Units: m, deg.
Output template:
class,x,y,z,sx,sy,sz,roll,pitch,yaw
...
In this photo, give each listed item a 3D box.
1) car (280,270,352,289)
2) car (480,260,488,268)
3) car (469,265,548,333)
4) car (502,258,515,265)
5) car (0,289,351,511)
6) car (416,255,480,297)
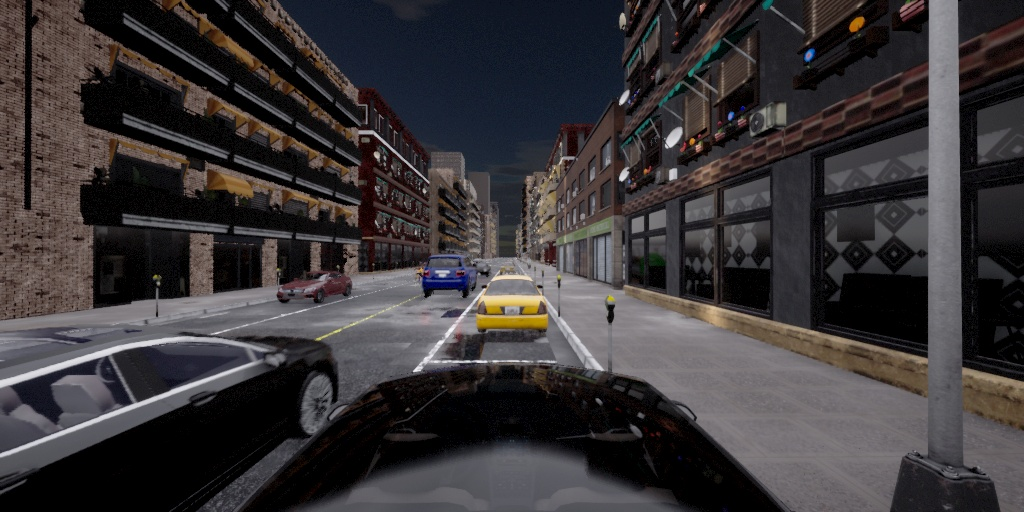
class,x,y,z,sx,sy,sz,roll,pitch,yaw
car,-8.837,1.333,16.462,1.802,1.307,4.207,0,0,0
car,-3.048,1.351,35.150,1.895,1.301,4.718,0,0,0
car,0.005,1.207,10.689,1.801,1.575,5.366,0,0,0
car,-0.456,1.275,39.173,1.751,1.417,4.829,0,0,0
car,-3.053,1.242,2.484,2.128,1.511,4.902,0,0,0
car,-3.147,0.972,18.894,2.150,2.045,5.566,0,0,0
